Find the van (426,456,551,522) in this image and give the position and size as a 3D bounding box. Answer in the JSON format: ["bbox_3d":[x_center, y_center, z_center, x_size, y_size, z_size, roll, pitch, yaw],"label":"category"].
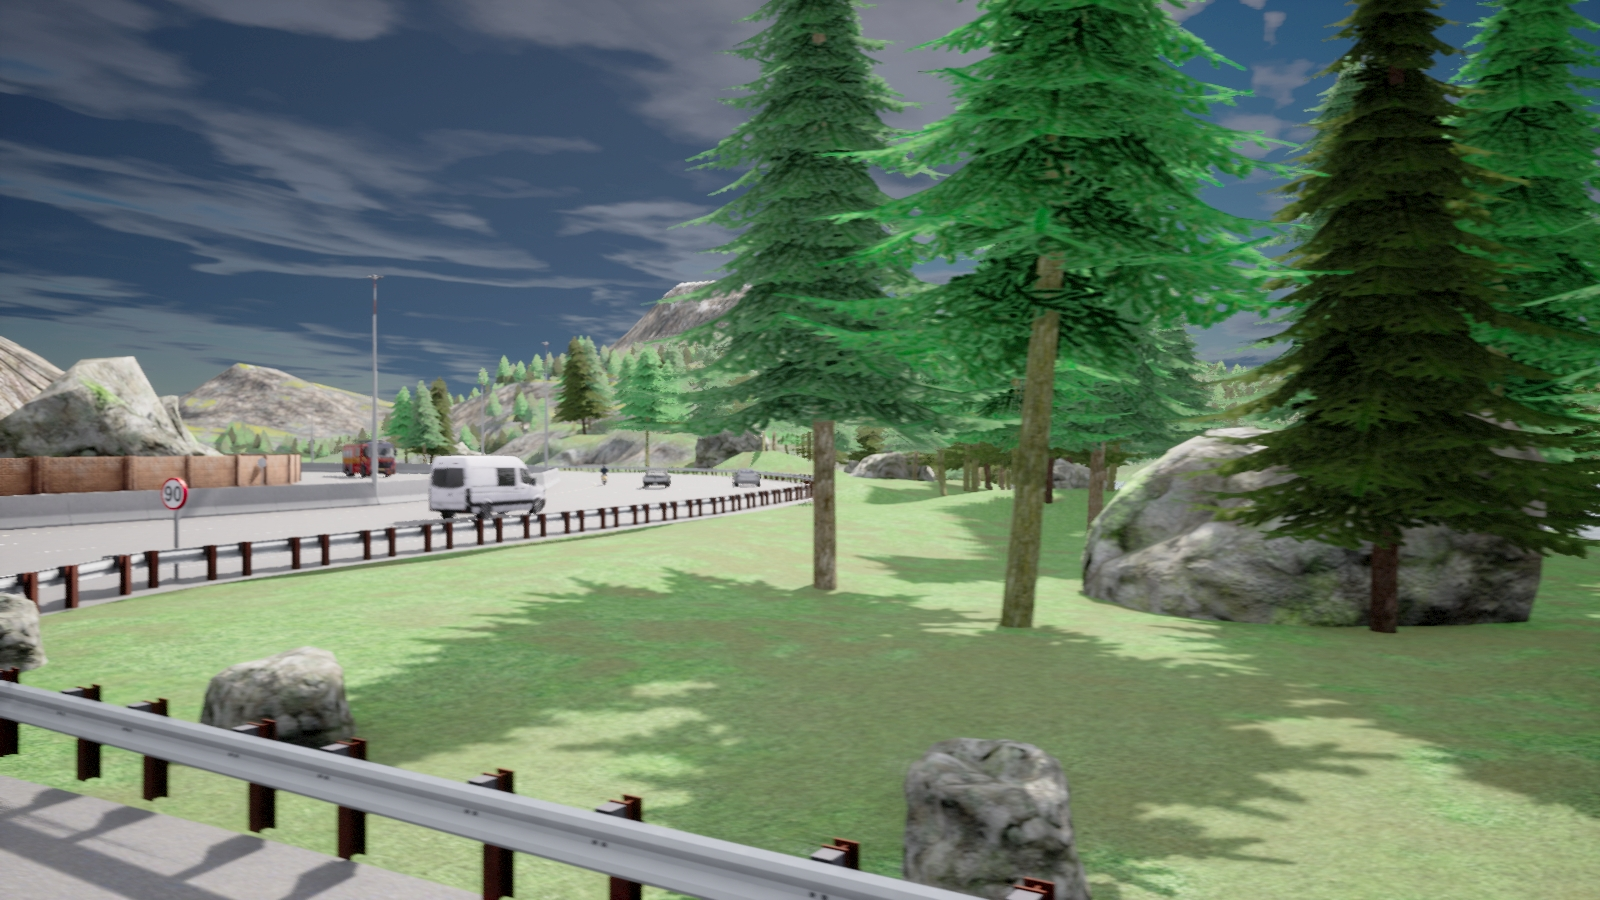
[{"bbox_3d":[-12.842,1.536,47.598,1.988,2.561,5.915,0,0,20],"label":"van"}]
